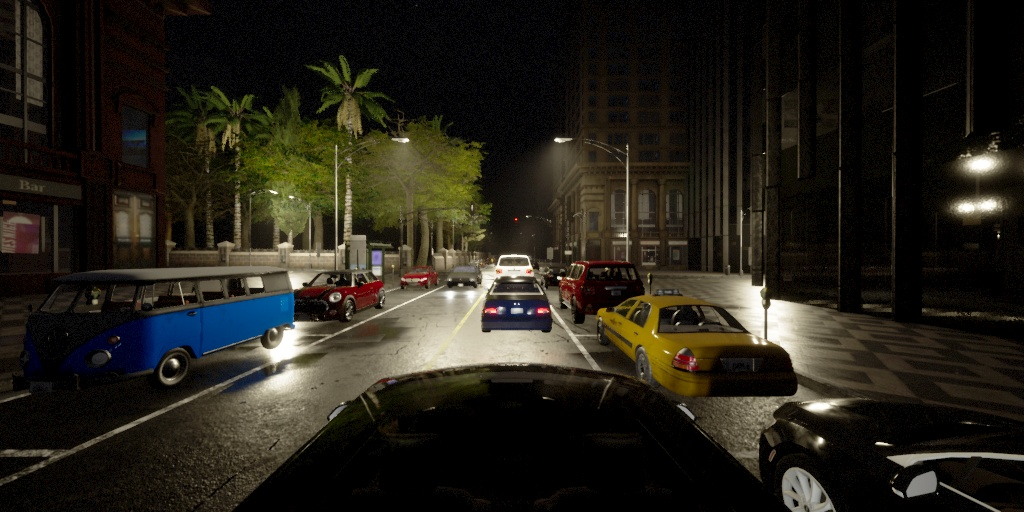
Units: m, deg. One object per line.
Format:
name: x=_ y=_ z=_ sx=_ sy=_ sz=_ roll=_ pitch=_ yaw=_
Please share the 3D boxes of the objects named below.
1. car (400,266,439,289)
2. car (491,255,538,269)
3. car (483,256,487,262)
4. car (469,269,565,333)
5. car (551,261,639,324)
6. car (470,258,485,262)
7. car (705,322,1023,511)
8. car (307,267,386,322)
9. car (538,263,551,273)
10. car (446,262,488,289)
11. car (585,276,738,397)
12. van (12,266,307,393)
car: x=-5.748 y=1.325 z=22.759 sx=1.802 sy=1.307 sz=4.207 roll=0 pitch=0 yaw=0
car: x=0.115 y=0.966 z=21.277 sx=2.150 sy=2.045 sz=5.566 roll=0 pitch=0 yaw=0
car: x=-5.721 y=1.155 z=60.038 sx=1.967 sy=1.591 sz=4.097 roll=0 pitch=0 yaw=0
car: x=0.109 y=1.295 z=10.706 sx=2.033 sy=1.411 sz=5.357 roll=0 pitch=0 yaw=0
car: x=2.770 y=1.062 z=11.884 sx=2.192 sy=1.841 sz=5.009 roll=0 pitch=0 yaw=0
car: x=-5.725 y=1.270 z=54.618 sx=2.007 sy=1.370 sz=4.403 roll=0 pitch=0 yaw=0
car: x=2.762 y=1.300 z=1.033 sx=2.007 sy=1.370 sz=4.403 roll=0 pitch=0 yaw=0
car: x=-5.756 y=1.187 z=11.906 sx=1.967 sy=1.591 sz=4.097 roll=0 pitch=0 yaw=0
car: x=2.778 y=1.309 z=22.735 sx=1.948 sy=1.339 sz=4.313 roll=0 pitch=0 yaw=0
car: x=-2.984 y=1.294 z=23.519 sx=2.033 sy=1.411 sz=5.357 roll=0 pitch=0 yaw=0
car: x=2.766 y=1.274 z=6.629 sx=1.751 sy=1.417 sz=4.829 roll=0 pitch=0 yaw=0
van: x=-5.759 y=1.090 z=6.480 sx=1.690 sy=1.789 sz=3.998 roll=0 pitch=0 yaw=0
